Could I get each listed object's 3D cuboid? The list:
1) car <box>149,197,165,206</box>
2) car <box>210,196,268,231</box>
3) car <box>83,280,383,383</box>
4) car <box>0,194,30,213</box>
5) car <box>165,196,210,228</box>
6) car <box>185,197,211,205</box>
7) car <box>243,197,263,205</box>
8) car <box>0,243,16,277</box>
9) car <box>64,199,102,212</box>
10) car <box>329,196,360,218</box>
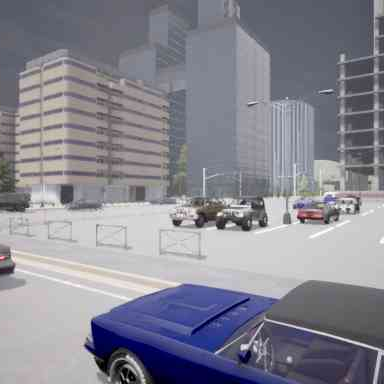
[{"bbox_3d":[-4.918,1.547,56.857,2.033,1.411,5.357,0,0,34],"label":"car"},{"bbox_3d":[2.993,1.156,19.293,1.905,1.878,3.866,0,0,34],"label":"car"},{"bbox_3d":[1.101,1.601,3.204,4.718,1.301,1.895,0,0,35],"label":"car"},{"bbox_3d":[-19.883,1.221,34.634,2.150,2.045,5.566,0,0,34],"label":"car"},{"bbox_3d":[0.626,1.153,20.959,1.932,1.855,4.605,0,0,34],"label":"car"},{"bbox_3d":[1.089,1.548,59.439,2.033,1.411,5.357,0,0,34],"label":"car"},{"bbox_3d":[11.338,1.601,61.962,1.895,1.301,4.718,0,0,35],"label":"car"},{"bbox_3d":[-6.743,1.547,8.721,5.357,1.411,2.033,0,0,35],"label":"car"},{"bbox_3d":[-12.658,1.526,39.085,1.812,1.442,4.674,0,0,34],"label":"car"},{"bbox_3d":[15.019,1.395,32.246,1.970,1.475,3.806,0,0,34],"label":"car"}]
